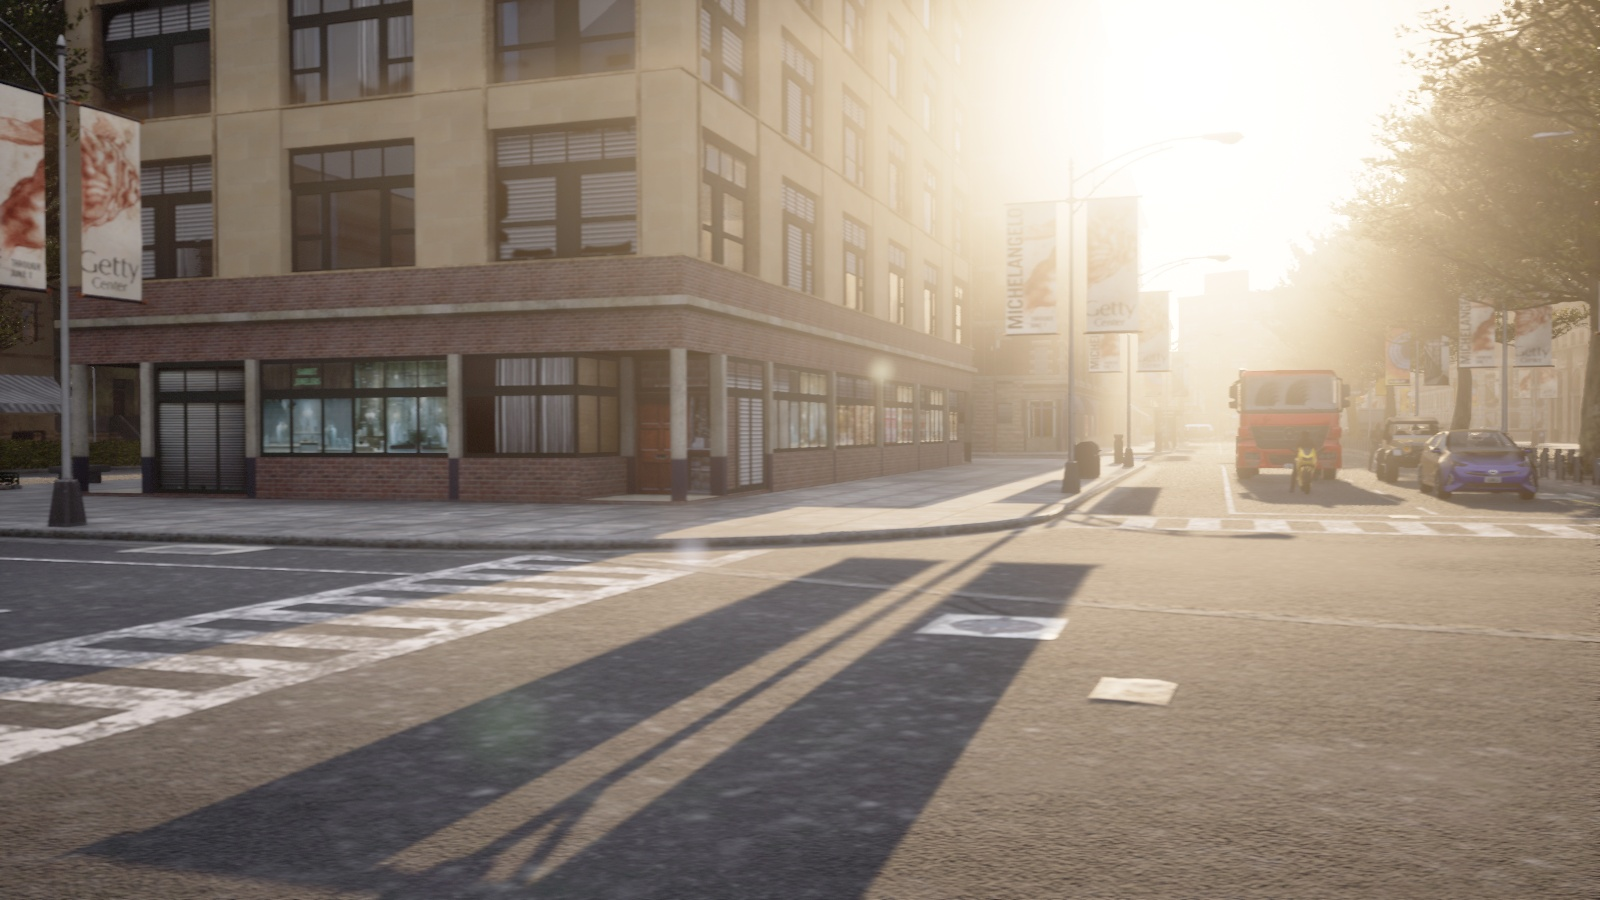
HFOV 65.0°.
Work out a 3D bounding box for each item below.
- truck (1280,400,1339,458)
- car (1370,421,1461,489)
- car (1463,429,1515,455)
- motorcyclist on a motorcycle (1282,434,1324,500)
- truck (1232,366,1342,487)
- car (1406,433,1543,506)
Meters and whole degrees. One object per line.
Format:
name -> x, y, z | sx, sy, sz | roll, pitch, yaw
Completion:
truck -> 32.106, -1.308, 79.382 | 2.891, 3.462, 7.936 | 0, 1, 18
car -> 17.968, 0.099, 36.823 | 1.905, 1.878, 3.866 | 1, 1, 19
car -> 45.306, -0.554, 82.663 | 2.152, 1.651, 5.027 | 0, 1, 18
motorcyclist on a motorcycle -> 12.077, 0.370, 30.206 | 0.797, 1.523, 2.044 | 0, 1, 18
truck -> 15.483, -0.745, 40.436 | 2.891, 3.462, 7.936 | 0, 1, 18
car -> 15.355, 0.368, 28.819 | 2.007, 1.525, 4.514 | 0, 1, 18
